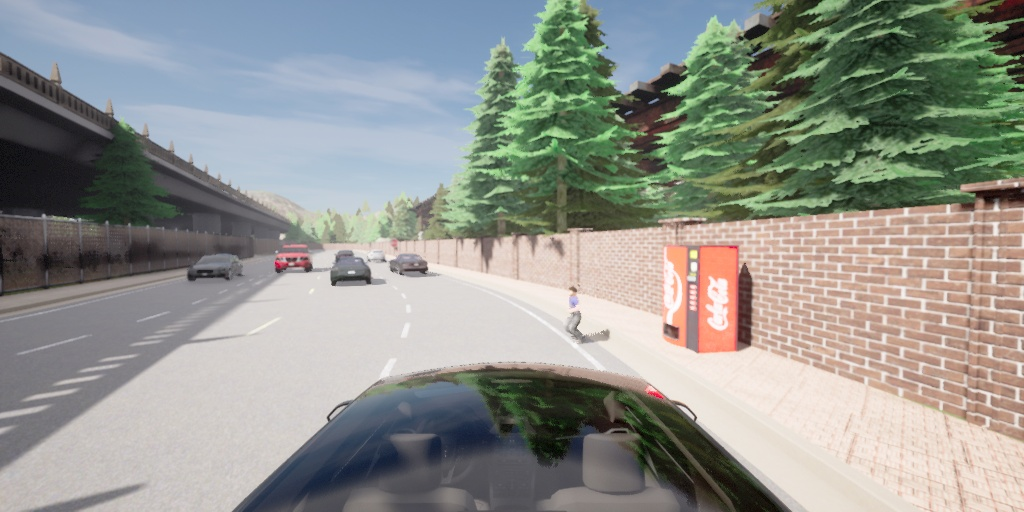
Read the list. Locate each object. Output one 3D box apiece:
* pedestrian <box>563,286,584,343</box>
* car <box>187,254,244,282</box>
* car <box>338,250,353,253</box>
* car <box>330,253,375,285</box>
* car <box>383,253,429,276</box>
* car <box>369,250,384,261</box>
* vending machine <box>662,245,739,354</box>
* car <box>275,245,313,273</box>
[{"bbox_3d":[1.324,1.140,7.389,0.375,1.300,0.375,0,2,-10],"label":"pedestrian"},{"bbox_3d":[-17.541,0.655,21.410,1.837,1.490,4.892,-1,2,-26],"label":"car"},{"bbox_3d":[-17.318,0.147,37.297,1.837,1.490,4.892,-1,2,-26],"label":"car"},{"bbox_3d":[-8.984,0.744,20.019,1.994,1.385,4.181,-1,2,-25],"label":"car"},{"bbox_3d":[-7.418,0.551,25.467,2.033,1.411,5.357,-1,2,-29],"label":"car"},{"bbox_3d":[-16.434,-0.029,43.418,1.812,1.442,4.674,-1,2,-26],"label":"car"},{"bbox_3d":[3.517,0.776,6.822,1.100,2.100,0.880,0,0,-8],"label":"vending machine"},{"bbox_3d":[-16.760,0.171,27.762,2.150,2.045,5.566,-1,2,-26],"label":"car"}]
